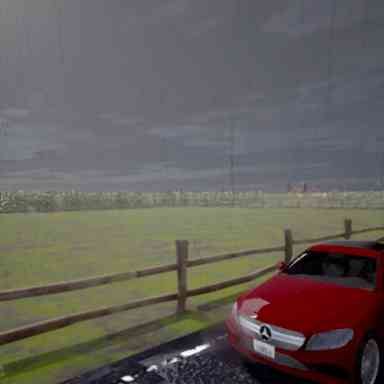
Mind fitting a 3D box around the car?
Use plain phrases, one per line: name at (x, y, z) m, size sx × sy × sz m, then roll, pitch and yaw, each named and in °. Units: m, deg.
car at (2.577, 1.590, 5.481) m, size 4.674 × 1.442 × 1.812 m, roll 0°, pitch -1°, yaw -42°
